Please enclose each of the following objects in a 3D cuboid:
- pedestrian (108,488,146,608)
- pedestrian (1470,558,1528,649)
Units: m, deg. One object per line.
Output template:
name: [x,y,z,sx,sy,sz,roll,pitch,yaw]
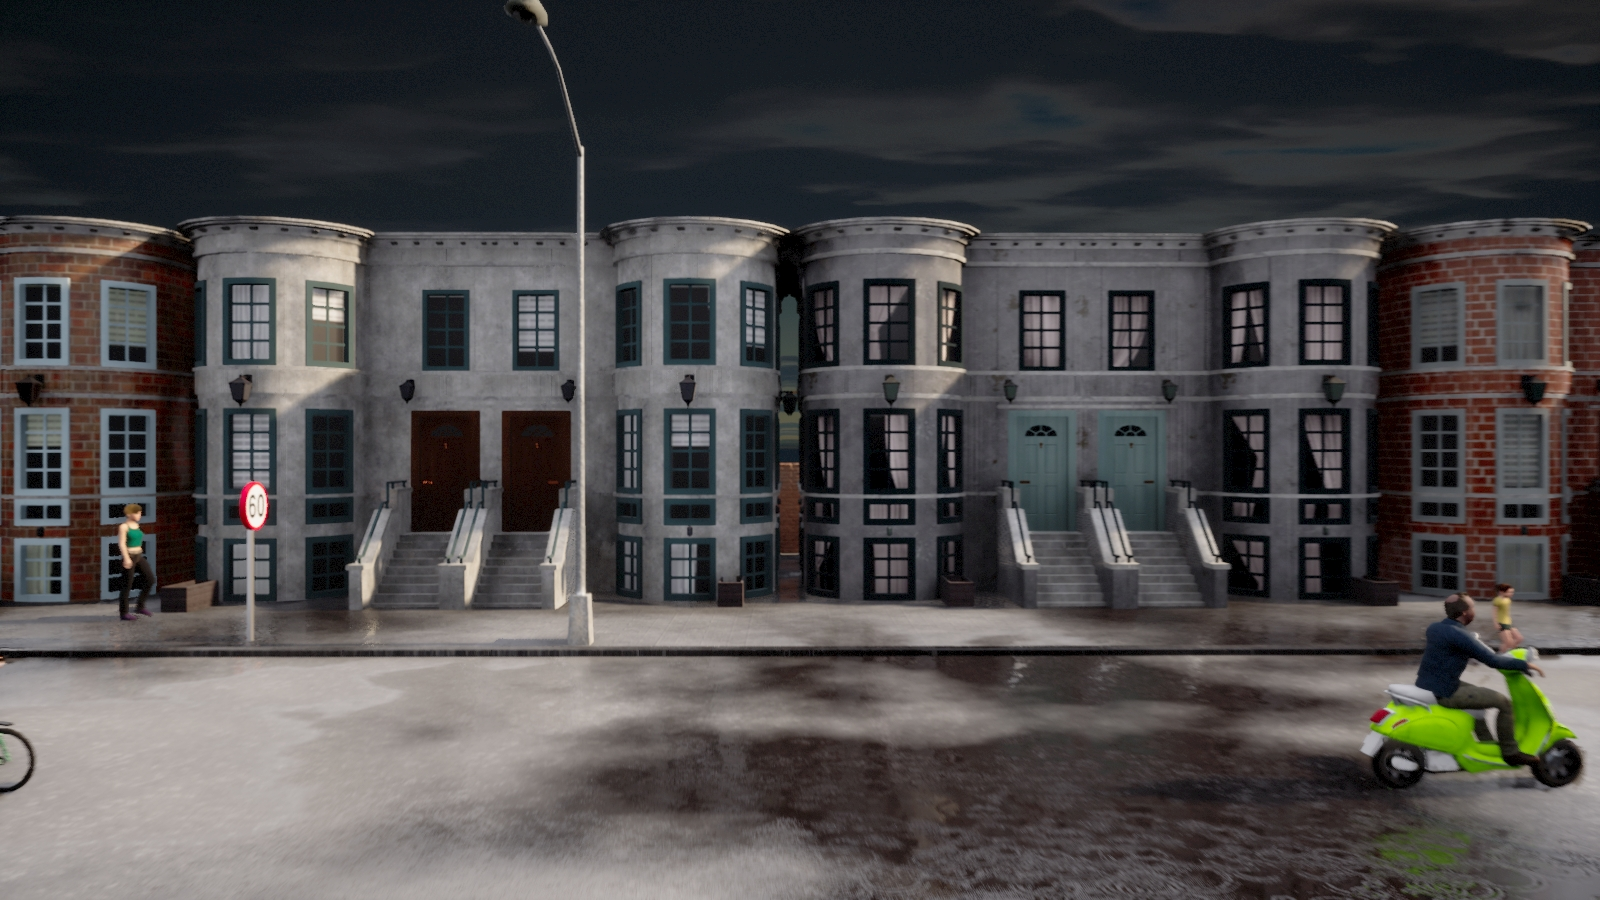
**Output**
pedestrian: [-10.583,1.528,17.970,0.375,1.860,0.375,0,0,5]
pedestrian: [9.188,2.006,15.016,0.500,1.100,0.500,0,0,-36]
